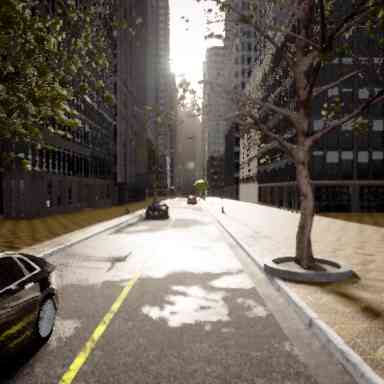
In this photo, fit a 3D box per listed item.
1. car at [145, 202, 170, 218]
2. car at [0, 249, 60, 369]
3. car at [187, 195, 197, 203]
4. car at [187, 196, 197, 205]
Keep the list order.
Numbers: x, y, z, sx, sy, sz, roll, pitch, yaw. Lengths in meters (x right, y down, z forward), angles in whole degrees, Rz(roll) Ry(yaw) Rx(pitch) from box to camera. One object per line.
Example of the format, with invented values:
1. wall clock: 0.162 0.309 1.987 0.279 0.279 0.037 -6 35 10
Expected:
1. car: -3.007 1.591 29.971 1.994 1.385 4.181 0 0 0
2. car: -3.089 1.508 3.638 1.837 1.490 4.892 0 0 0
3. car: -0.006 1.523 72.585 2.128 1.511 4.902 0 0 0
4. car: -0.006 1.642 62.556 1.994 1.385 4.181 0 0 0
